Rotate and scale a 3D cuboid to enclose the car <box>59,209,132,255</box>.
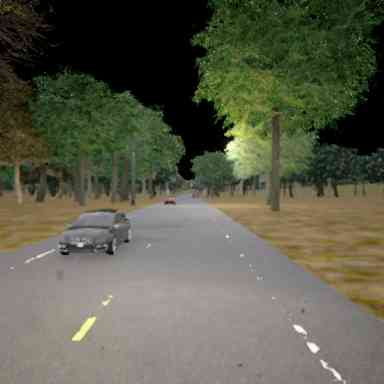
[{"bbox_3d":[-3.604,1.470,13.142,1.837,1.490,4.892,0,0,0],"label":"car"}]

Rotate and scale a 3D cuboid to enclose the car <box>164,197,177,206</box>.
[{"bbox_3d":[-3.568,1.533,54.757,1.895,1.301,4.718,0,0,1],"label":"car"}]
